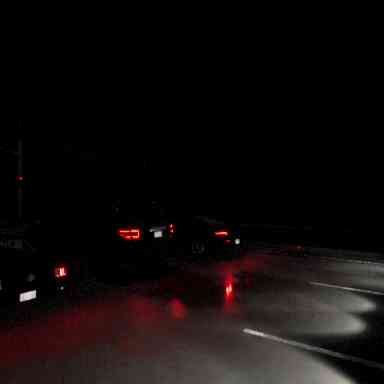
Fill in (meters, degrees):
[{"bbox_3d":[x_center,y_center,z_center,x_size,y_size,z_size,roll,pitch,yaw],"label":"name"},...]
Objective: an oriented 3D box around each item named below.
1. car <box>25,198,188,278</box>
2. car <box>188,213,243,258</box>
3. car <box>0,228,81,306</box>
[{"bbox_3d":[-3.075,1.221,10.444,5.566,2.045,2.150,0,0,36],"label":"car"},{"bbox_3d":[-0.310,1.526,12.761,4.674,1.442,1.812,0,0,36],"label":"car"},{"bbox_3d":[-4.773,1.601,7.353,4.718,1.301,1.895,0,0,36],"label":"car"}]
